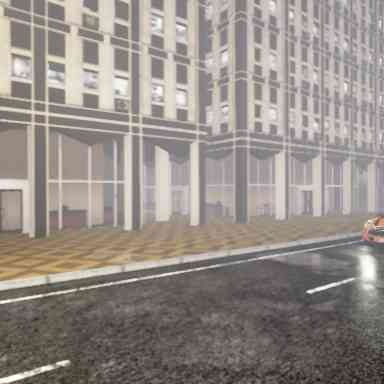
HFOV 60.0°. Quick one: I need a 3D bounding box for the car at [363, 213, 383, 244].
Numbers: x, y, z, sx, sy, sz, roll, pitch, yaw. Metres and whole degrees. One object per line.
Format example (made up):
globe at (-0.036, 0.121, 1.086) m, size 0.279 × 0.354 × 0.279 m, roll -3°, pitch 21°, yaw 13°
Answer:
car at (9.487, 1.346, 14.642) m, size 4.553 × 1.767 × 2.097 m, roll 0°, pitch 0°, yaw -36°
